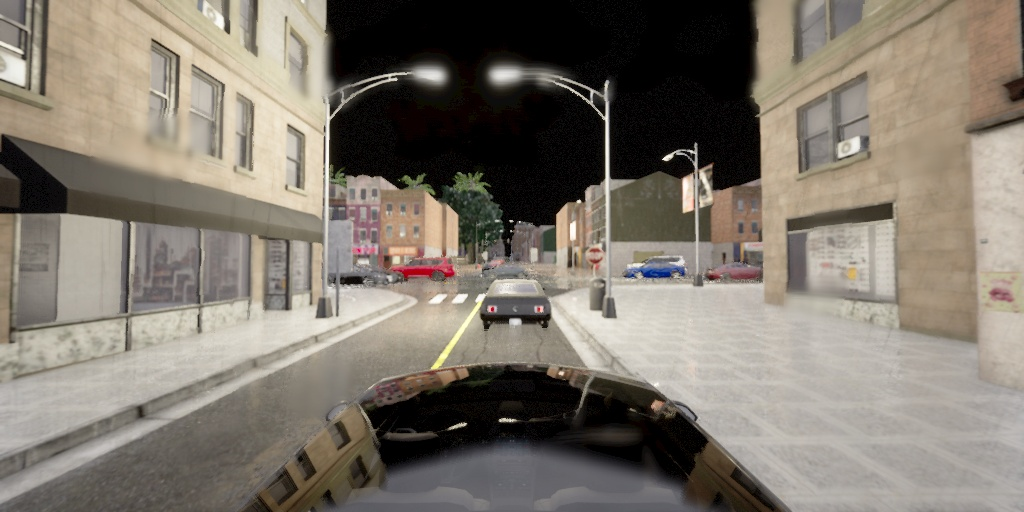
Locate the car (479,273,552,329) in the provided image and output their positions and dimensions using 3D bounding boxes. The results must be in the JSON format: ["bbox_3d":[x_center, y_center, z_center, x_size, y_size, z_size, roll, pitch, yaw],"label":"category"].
[{"bbox_3d":[0.119,1.403,11.391,1.895,1.301,4.718,0,0,1],"label":"car"}]

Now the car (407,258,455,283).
[{"bbox_3d":[-7.571,1.190,30.124,5.566,2.045,2.150,-1,-1,0],"label":"car"}]

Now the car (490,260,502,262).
[{"bbox_3d":[-2.670,1.555,45.635,1.895,1.301,4.718,0,0,2],"label":"car"}]

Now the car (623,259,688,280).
[{"bbox_3d":[12.012,1.242,30.356,5.008,1.535,1.882,-1,-2,-1],"label":"car"}]

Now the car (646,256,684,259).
[{"bbox_3d":[13.485,1.052,33.625,5.566,2.045,2.150,-1,-2,-1],"label":"car"}]

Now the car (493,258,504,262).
[{"bbox_3d":[-2.628,1.481,57.494,1.882,1.535,5.008,0,0,0],"label":"car"}]

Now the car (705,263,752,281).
[{"bbox_3d":[16.899,1.174,26.961,4.181,1.385,1.994,-1,-2,-1],"label":"car"}]

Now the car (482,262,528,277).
[{"bbox_3d":[-0.558,1.472,33.443,4.181,1.385,1.994,0,0,-1],"label":"car"}]

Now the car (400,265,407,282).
[{"bbox_3d":[-10.347,1.458,26.661,4.181,1.385,1.994,0,-2,-1],"label":"car"}]

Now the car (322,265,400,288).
[{"bbox_3d":[-10.195,1.288,23.107,4.902,1.511,2.128,0,-2,6],"label":"car"}]

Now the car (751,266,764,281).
[{"bbox_3d":[19.106,1.000,23.739,4.892,1.490,1.837,-1,-2,-1],"label":"car"}]
